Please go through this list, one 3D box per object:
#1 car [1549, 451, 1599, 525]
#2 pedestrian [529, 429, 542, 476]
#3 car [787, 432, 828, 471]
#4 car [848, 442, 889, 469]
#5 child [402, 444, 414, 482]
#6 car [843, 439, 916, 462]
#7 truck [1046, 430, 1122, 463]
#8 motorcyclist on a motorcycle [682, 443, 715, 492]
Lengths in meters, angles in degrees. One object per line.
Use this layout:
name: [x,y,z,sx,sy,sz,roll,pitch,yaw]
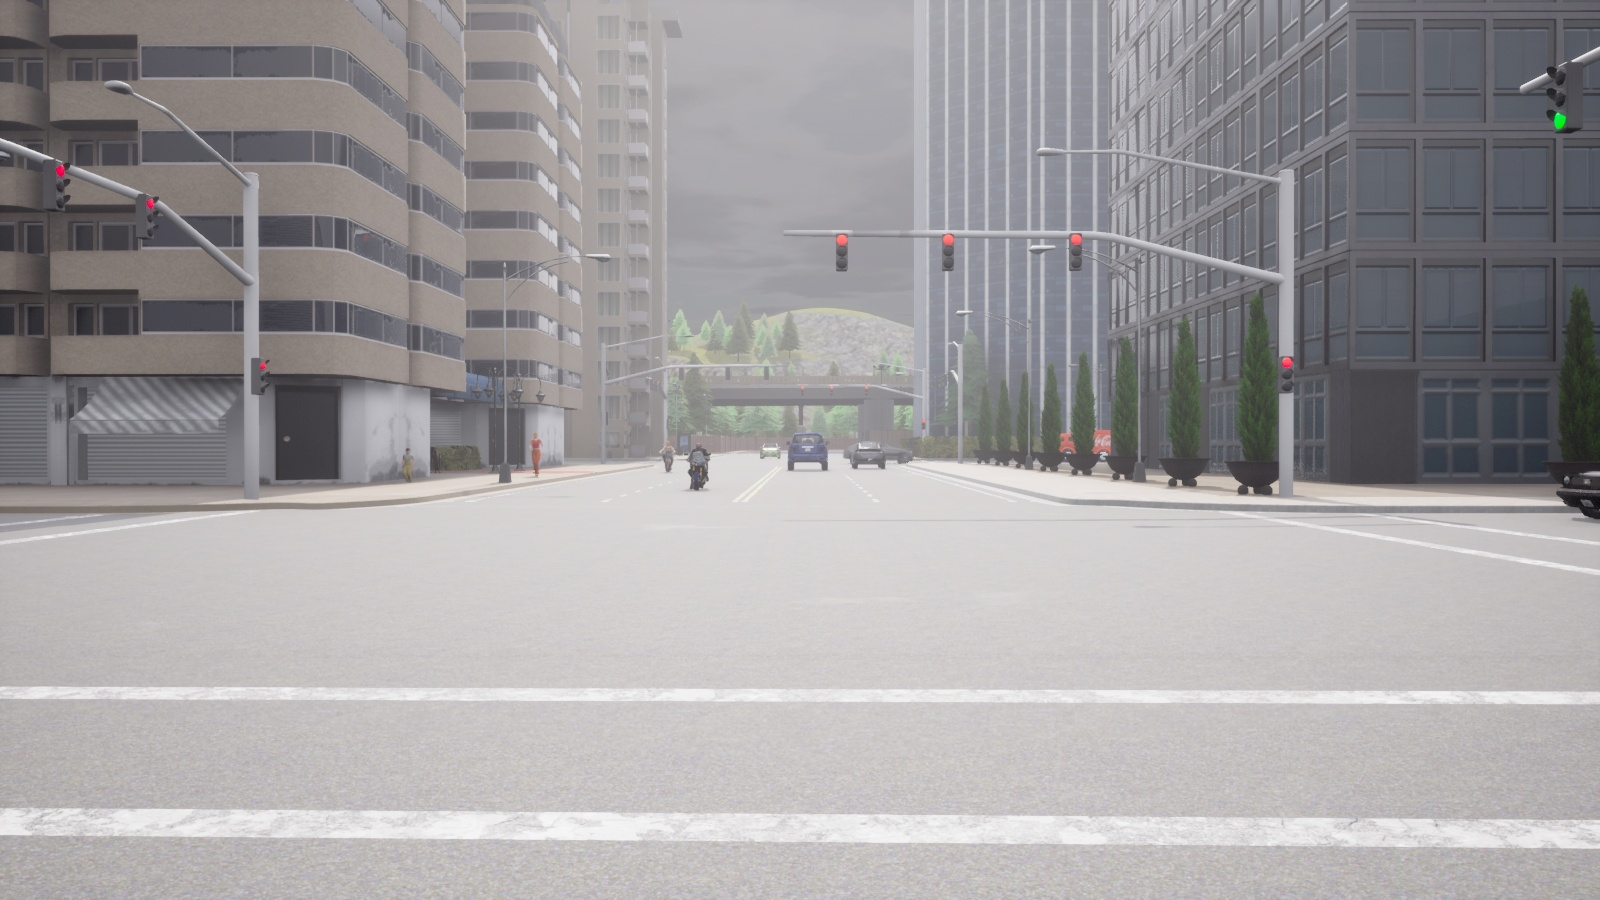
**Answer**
car: [16.486,0.677,22.714,4.718,1.301,1.895,0,0,1]
pedestrian: [-10.406,0.114,49.435,0.345,1.836,0.594,0,0,2]
car: [0.429,0.077,68.917,2.150,2.045,5.566,0,0,0]
car: [3.955,0.294,72.949,2.128,1.511,4.902,0,0,0]
child: [-13.246,0.435,42.466,0.270,1.263,0.437,0,0,1]
car: [5.632,0.028,88.947,5.027,1.651,2.152,0,0,0]
truck: [21.701,-0.265,96.011,5.204,2.467,2.627,0,0,0]
motorcyclist on a motorcycle: [-3.242,0.551,40.296,0.866,1.530,2.191,0,0,0]
